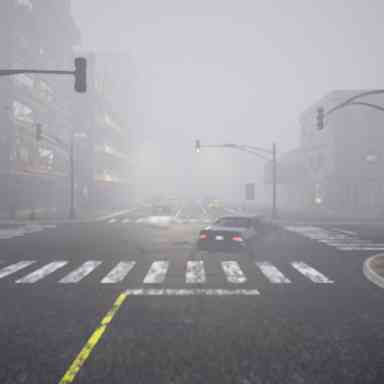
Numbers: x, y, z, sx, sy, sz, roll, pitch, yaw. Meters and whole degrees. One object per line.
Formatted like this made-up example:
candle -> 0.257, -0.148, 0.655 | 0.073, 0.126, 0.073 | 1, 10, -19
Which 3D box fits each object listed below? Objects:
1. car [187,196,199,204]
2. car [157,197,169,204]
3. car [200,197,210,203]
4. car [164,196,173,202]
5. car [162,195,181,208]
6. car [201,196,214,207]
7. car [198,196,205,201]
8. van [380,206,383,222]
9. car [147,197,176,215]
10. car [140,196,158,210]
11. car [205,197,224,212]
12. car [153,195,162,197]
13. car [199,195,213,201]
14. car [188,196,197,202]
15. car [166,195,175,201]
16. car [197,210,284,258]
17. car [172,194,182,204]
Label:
car -> 0.016, 1.648, 64.653 | 1.812, 1.442, 4.674 | 0, 0, 0
car -> -5.672, 1.675, 65.548 | 2.008, 1.369, 4.403 | 0, 0, 0
car -> 2.710, 1.691, 71.086 | 2.008, 1.369, 4.403 | 0, 0, 0
car -> -5.668, 1.718, 82.166 | 1.887, 1.381, 4.507 | 0, 0, 0
car -> -3.063, 1.563, 49.990 | 1.882, 1.535, 5.008 | 0, 0, 0
car -> 2.705, 1.665, 48.929 | 1.802, 1.307, 4.206 | 0, 0, 0
car -> 2.715, 1.734, 93.413 | 1.752, 1.417, 4.829 | 0, 0, 0
van -> 14.906, 1.439, 22.332 | 3.998, 1.788, 1.690 | 0, -1, 0
car -> -3.084, 1.545, 34.634 | 2.128, 1.511, 4.902 | 0, 0, 0
car -> -5.677, 1.597, 43.221 | 1.752, 1.417, 4.829 | 0, 0, 0
car -> 2.703, 1.586, 38.021 | 1.752, 1.417, 4.829 | 0, 0, 0
car -> -5.673, 1.411, 54.470 | 2.192, 1.841, 5.009 | 0, 0, 0
car -> 2.707, 1.411, 54.469 | 2.192, 1.841, 5.009 | 0, 0, 0
car -> 0.019, 1.592, 74.660 | 1.994, 1.385, 4.181 | 0, 0, 0
car -> -5.666, 1.631, 87.705 | 1.967, 1.590, 4.097 | 0, 0, 0
car -> 2.109, 1.555, 13.023 | 2.033, 1.411, 5.357 | 0, 0, 29
car -> -2.990, 1.672, 66.373 | 1.812, 1.442, 4.674 | 0, 0, 0
